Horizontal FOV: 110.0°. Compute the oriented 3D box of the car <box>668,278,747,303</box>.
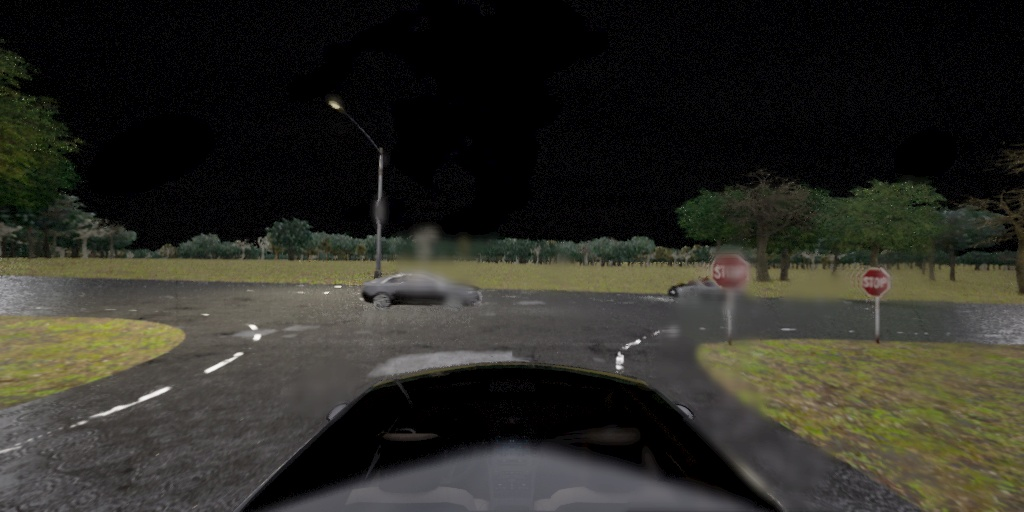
[{"bbox_3d":[11.823,2.064,21.842,4.181,1.385,1.994,1,0,0],"label":"car"}]

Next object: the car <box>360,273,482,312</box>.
[{"bbox_3d":[-3.711,1.444,14.930,4.902,1.511,2.128,1,0,0],"label":"car"}]
